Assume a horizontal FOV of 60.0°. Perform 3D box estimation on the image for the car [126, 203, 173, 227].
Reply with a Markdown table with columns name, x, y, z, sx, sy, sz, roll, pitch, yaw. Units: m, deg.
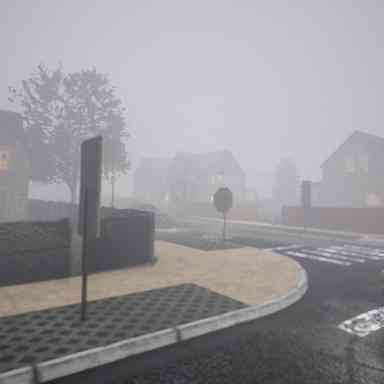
| name | x | y | z | sx | sy | sz | roll | pitch | yaw |
| --- | --- | --- | --- | --- | --- | --- | --- | --- | --- |
| car | -3.107 | 1.525 | 22.635 | 1.812 | 1.442 | 4.674 | 2 | -1 | -37 |

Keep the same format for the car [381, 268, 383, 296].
| name | x | y | z | sx | sy | sz | roll | pitch | yaw |
| --- | --- | --- | --- | --- | --- | --- | --- | --- | --- |
| car | 6.059 | 1.566 | 7.256 | 5.008 | 1.535 | 1.882 | 1 | 0 | -35 |

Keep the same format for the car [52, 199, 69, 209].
| name | x | y | z | sx | sy | sz | roll | pitch | yaw |
| --- | --- | --- | --- | --- | --- | --- | --- | --- | --- |
| car | -15.575 | 1.517 | 39.408 | 1.895 | 1.301 | 4.718 | 2 | -1 | -36 |
